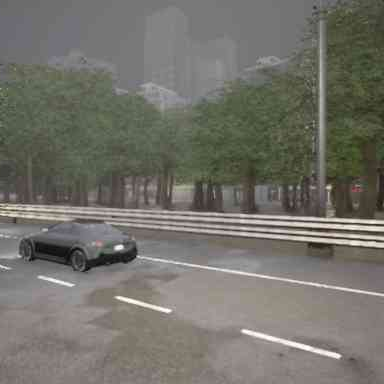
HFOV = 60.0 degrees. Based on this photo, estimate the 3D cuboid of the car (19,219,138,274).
[{"bbox_3d":[-3.745,1.579,10.784,4.181,1.385,1.994,0,0,35],"label":"car"}]
